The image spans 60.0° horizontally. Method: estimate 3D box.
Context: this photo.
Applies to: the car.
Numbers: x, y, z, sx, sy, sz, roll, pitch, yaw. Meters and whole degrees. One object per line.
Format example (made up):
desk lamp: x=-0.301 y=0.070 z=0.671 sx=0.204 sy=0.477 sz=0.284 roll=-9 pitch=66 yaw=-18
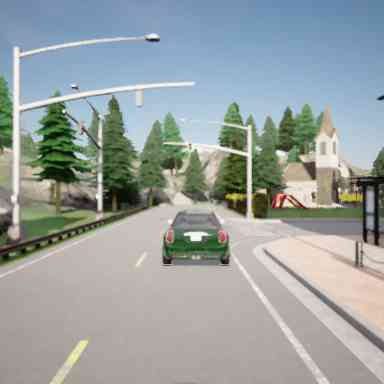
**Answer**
car: x=0.150 y=1.395 z=11.980 sx=2.097 sy=1.767 sz=4.553 roll=0 pitch=0 yaw=1
